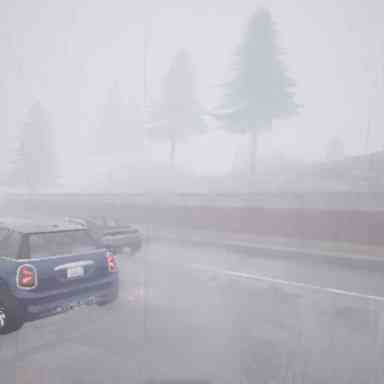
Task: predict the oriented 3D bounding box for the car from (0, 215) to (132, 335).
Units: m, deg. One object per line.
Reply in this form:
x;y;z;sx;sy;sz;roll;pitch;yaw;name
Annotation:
-3.625;1.406;7.122;4.553;1.767;2.097;0;-1;41;car

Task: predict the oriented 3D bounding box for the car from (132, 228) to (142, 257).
-3.848;1.594;11.961;4.902;1.511;2.128;0;-1;41;car
